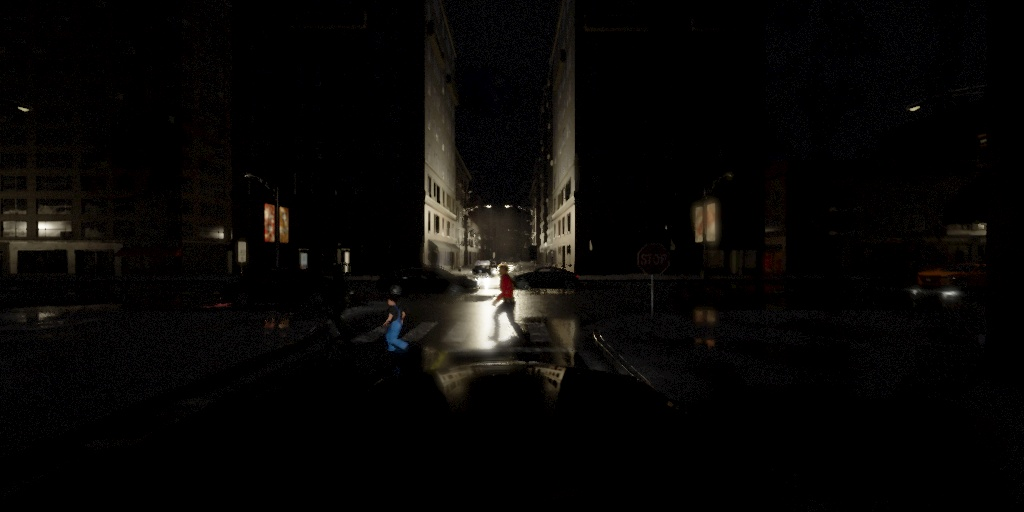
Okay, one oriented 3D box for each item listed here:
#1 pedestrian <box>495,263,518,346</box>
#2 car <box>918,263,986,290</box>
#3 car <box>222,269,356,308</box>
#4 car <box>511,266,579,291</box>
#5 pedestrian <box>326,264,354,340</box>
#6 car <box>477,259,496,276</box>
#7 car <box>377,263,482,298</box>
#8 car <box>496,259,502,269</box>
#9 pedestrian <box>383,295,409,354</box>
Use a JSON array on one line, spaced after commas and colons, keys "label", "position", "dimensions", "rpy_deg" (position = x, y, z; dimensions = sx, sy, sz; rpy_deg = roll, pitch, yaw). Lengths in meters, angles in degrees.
[{"label": "pedestrian", "position": [-0.122, 1.042, 7.951], "dimensions": [0.375, 1.860, 0.375], "rpy_deg": [0, 0, 0]}, {"label": "car", "position": [27.375, 1.184, 21.398], "dimensions": [5.008, 1.535, 1.882], "rpy_deg": [0, 0, 0]}, {"label": "car", "position": [-8.941, 1.269, 14.618], "dimensions": [4.892, 1.490, 1.837], "rpy_deg": [0, 0, 0]}, {"label": "car", "position": [1.866, 1.305, 21.343], "dimensions": [4.181, 1.385, 1.994], "rpy_deg": [0, 0, 0]}, {"label": "pedestrian", "position": [-4.095, 1.042, 8.542], "dimensions": [0.375, 1.860, 0.375], "rpy_deg": [0, 0, 0]}, {"label": "car", "position": [-3.088, 1.245, 37.717], "dimensions": [2.128, 1.511, 4.902], "rpy_deg": [0, 0, 0]}, {"label": "car", "position": [-4.149, 1.258, 17.879], "dimensions": [4.892, 1.490, 1.837], "rpy_deg": [0, 0, 0]}, {"label": "car", "position": [-3.091, 1.254, 55.172], "dimensions": [2.128, 1.511, 4.902], "rpy_deg": [0, 0, 0]}, {"label": "pedestrian", "position": [-2.375, 1.323, 7.349], "dimensions": [0.375, 1.300, 0.375], "rpy_deg": [0, 0, 0]}]
